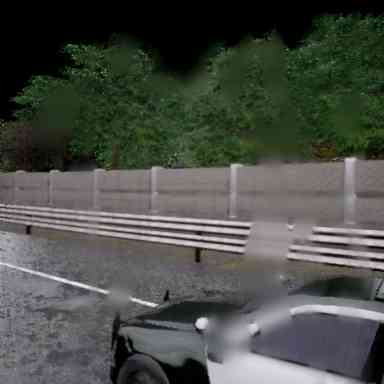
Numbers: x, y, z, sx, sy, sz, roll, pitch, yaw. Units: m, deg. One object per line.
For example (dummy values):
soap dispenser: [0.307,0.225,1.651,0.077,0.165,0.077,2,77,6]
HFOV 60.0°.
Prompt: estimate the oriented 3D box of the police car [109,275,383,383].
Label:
police car: [1.332,1.504,2.919,4.974,1.542,2.038,0,0,35]
